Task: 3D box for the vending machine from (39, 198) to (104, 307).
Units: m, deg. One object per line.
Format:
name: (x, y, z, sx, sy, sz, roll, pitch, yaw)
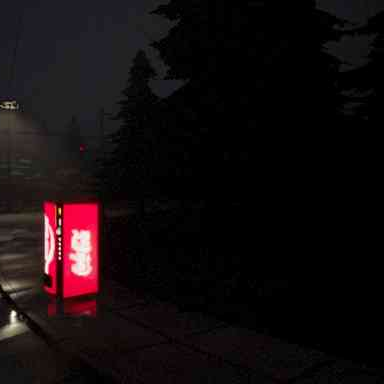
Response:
vending machine: (-2.607, 1.195, 7.209, 1.100, 2.100, 0.880, 0, 0, -39)
